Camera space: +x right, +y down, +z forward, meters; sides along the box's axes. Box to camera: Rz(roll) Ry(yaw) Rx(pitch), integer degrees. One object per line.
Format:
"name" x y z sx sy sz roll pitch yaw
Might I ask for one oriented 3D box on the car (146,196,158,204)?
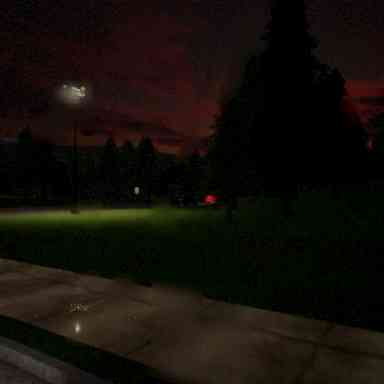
"car" -6.253 1.461 58.719 1.994 1.385 4.181 0 0 33

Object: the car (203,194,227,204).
"car" 4.555 1.141 62.729 2.150 2.045 5.566 0 0 33

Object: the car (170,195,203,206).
"car" -0.850 1.409 54.191 2.128 1.511 4.902 0 0 33

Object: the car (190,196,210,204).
"car" 1.591 1.435 64.591 1.812 1.442 4.674 0 0 33

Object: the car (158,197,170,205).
"car" -3.308 1.472 56.829 1.994 1.385 4.181 0 0 33

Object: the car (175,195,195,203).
"car" -1.357 1.424 66.479 1.812 1.442 4.674 0 0 33
